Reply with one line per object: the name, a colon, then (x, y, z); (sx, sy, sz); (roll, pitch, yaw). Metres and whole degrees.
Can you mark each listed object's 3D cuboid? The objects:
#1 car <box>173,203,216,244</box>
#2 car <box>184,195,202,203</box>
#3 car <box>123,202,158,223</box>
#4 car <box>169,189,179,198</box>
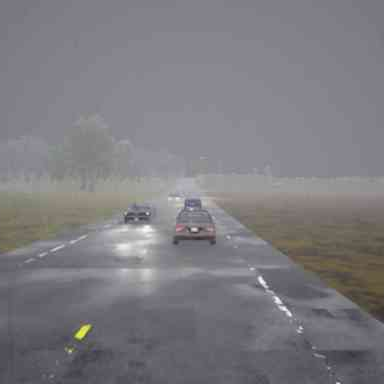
car: (0.101, 1.483, 15.419); (2.033, 1.411, 5.357); (0, 1, 0)
car: (0.100, 1.062, 37.859); (1.882, 1.535, 5.008); (0, 1, 0)
car: (-3.599, 1.442, 23.785); (1.895, 1.301, 4.718); (0, 1, 0)
car: (-3.507, 0.290, 65.683); (1.882, 1.535, 5.008); (0, 2, 0)
